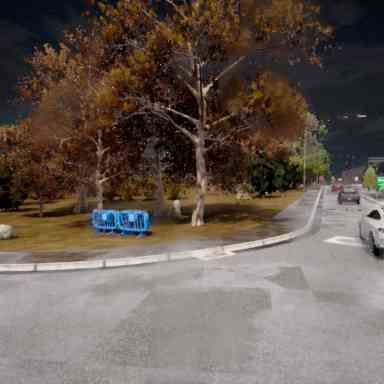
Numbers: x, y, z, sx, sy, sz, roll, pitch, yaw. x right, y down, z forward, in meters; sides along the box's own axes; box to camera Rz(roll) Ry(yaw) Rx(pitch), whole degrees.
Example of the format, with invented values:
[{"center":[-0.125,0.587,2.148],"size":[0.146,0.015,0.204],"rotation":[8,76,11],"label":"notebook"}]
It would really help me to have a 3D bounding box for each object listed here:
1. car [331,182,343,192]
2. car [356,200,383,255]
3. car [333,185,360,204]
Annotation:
[{"center":[26.826,-0.990,61.207],"size":[2.097,1.767,4.553],"rotation":[1,3,22],"label":"car"},{"center":[6.966,1.229,11.401],"size":[1.812,1.442,4.674],"rotation":[1,2,20],"label":"car"},{"center":[15.755,0.353,33.543],"size":[2.128,1.511,4.902],"rotation":[1,3,22],"label":"car"}]
